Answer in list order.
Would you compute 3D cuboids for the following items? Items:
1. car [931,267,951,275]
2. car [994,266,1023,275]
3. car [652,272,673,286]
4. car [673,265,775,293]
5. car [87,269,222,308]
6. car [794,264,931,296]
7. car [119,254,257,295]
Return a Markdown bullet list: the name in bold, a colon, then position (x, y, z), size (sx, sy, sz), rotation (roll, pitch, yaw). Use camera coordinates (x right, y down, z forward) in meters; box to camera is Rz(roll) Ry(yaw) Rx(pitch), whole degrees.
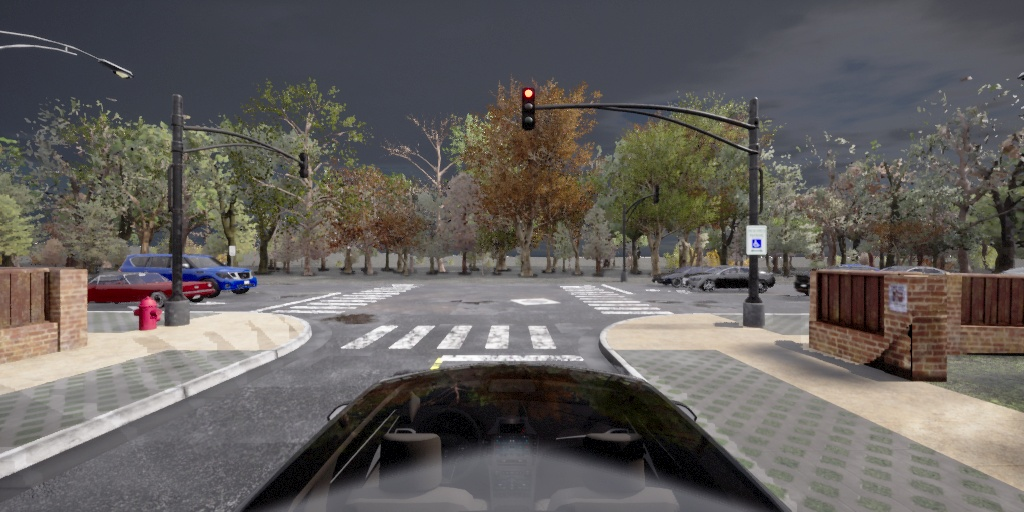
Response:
- **car**: position (22.769, 1.328, 20.808), size (4.902, 1.511, 2.128), rotation (0, 0, 0)
- **car**: position (34.780, 1.404, 24.057), size (4.674, 1.442, 1.812), rotation (0, 0, 0)
- **car**: position (12.323, 1.353, 24.044), size (5.357, 1.411, 2.033), rotation (0, 0, 0)
- **car**: position (12.439, 1.294, 20.795), size (4.902, 1.511, 2.128), rotation (0, 0, 0)
- **car**: position (-14.638, 1.295, 14.049), size (4.718, 1.301, 1.895), rotation (0, 0, -3)
- **car**: position (16.582, 1.290, 17.349), size (5.008, 1.535, 1.882), rotation (0, 0, 0)
- **car**: position (-15.565, 0.916, 17.300), size (5.566, 2.045, 2.150), rotation (0, 0, 0)
